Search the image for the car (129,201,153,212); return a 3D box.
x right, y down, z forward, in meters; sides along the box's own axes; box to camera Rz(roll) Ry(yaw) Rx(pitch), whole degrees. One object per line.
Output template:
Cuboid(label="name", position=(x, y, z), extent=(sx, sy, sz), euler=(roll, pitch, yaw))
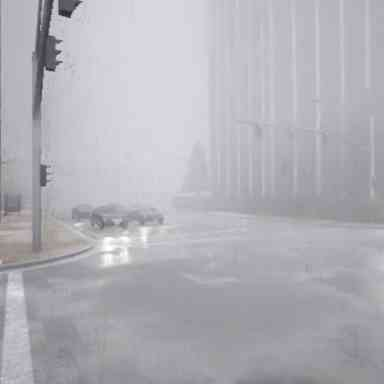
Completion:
Cuboid(label="car", position=(-7.713, 2.150, 49.974), extent=(2.033, 1.411, 5.357), euler=(0, -1, -27))

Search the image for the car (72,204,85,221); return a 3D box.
Cuboid(label="car", position=(-10.373, 1.912, 32.194), extent=(1.882, 1.535, 5.008), euler=(0, -1, -28))

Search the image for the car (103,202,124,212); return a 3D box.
Cuboid(label="car", position=(-11.989, 2.209, 50.698), extent=(1.994, 1.385, 4.181), euler=(0, -1, -29))

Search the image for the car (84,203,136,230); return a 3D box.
Cuboid(label="car", position=(-5.985, 1.799, 23.775), extent=(2.128, 1.511, 4.902), euler=(0, -1, -28))

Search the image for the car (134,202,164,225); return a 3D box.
Cuboid(label="car", position=(-3.868, 1.854, 27.323), extent=(1.812, 1.442, 4.674), euler=(0, -1, -28))

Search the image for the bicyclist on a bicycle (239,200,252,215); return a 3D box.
Cuboid(label="bicyclist on a bicycle", position=(5.654, 1.633, 34.927), extent=(1.656, 1.620, 0.582), euler=(0, -1, -28))
